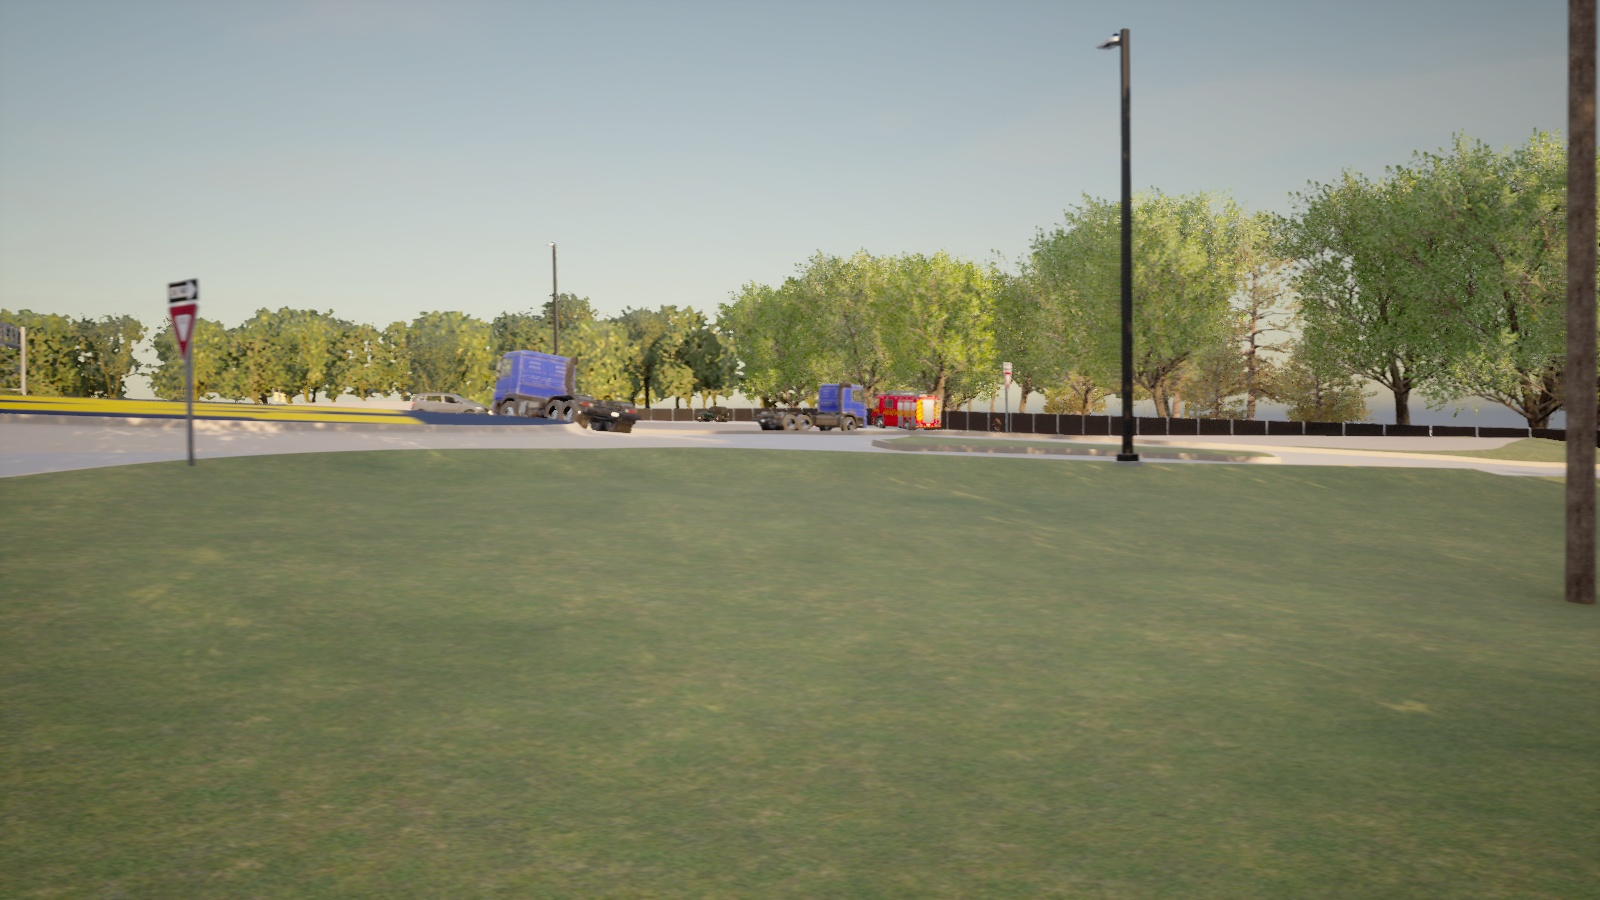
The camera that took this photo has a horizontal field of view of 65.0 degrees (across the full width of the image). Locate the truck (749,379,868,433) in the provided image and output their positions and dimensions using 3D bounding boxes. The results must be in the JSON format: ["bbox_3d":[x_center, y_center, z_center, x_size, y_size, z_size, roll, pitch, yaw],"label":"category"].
[{"bbox_3d":[0.635,-2.904,84.716,7.936,3.462,2.891,0,2,-38],"label":"truck"}]

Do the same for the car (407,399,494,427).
[{"bbox_3d":[-21.300,-2.228,76.626,4.611,1.667,2.242,0,1,2],"label":"car"}]

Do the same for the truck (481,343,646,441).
[{"bbox_3d":[-9.929,-2.253,52.092,2.891,3.462,7.936,7,-5,-40],"label":"truck"}]
